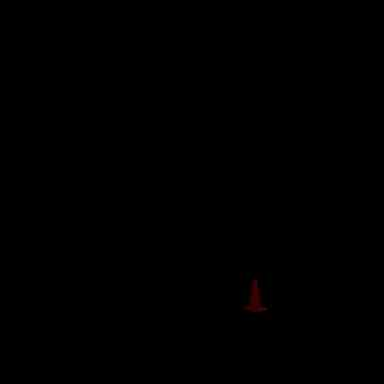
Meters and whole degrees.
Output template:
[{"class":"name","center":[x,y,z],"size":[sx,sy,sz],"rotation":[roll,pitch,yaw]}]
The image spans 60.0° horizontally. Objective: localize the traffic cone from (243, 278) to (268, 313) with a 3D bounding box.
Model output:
[{"class":"traffic cone","center":[1.239,1.977,6.462],"size":[0.340,0.580,0.340],"rotation":[0,0,-34]}]
